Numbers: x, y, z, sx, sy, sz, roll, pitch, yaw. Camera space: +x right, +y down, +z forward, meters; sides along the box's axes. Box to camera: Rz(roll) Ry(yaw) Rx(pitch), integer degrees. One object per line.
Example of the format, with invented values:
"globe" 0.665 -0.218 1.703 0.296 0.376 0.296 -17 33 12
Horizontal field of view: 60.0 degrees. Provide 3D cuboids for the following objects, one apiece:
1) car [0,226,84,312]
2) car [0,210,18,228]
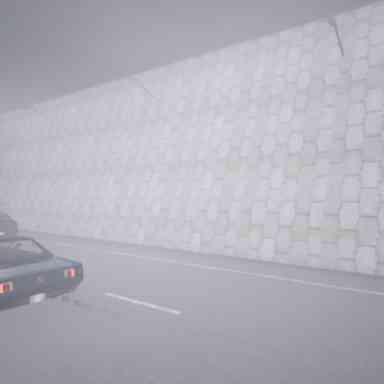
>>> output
"car" -4.563 1.611 7.243 4.718 1.301 1.895 0 0 36
"car" -9.933 1.527 15.379 4.892 1.490 1.837 0 0 36
